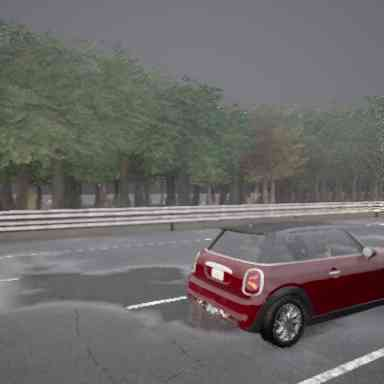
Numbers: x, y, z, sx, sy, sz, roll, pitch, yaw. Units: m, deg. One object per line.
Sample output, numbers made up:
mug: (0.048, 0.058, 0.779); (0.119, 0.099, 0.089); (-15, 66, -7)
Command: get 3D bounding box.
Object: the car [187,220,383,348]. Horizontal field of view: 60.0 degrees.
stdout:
car: (2.242, 1.343, 6.434); (4.553, 1.767, 2.097); (0, 0, -30)
